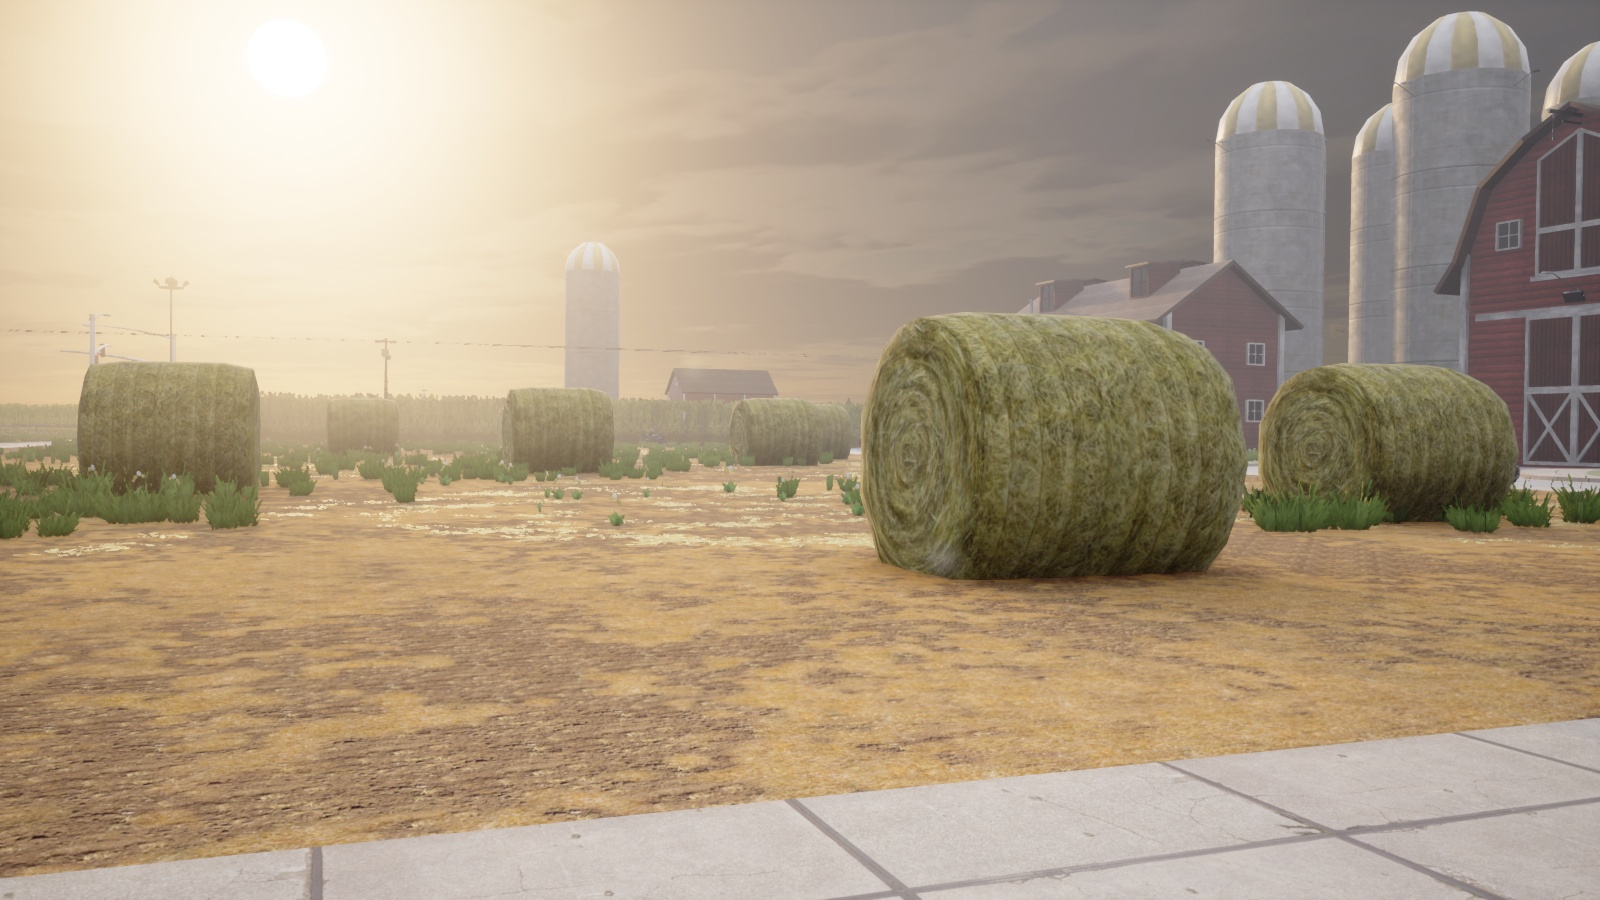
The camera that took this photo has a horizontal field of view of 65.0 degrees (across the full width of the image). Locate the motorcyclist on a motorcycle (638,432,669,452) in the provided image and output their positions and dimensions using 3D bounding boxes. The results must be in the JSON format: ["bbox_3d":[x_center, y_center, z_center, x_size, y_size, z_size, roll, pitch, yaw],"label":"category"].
[{"bbox_3d":[-11.119,-0.601,95.539,2.191,1.530,0.866,-1,1,-21],"label":"motorcyclist on a motorcycle"}]
